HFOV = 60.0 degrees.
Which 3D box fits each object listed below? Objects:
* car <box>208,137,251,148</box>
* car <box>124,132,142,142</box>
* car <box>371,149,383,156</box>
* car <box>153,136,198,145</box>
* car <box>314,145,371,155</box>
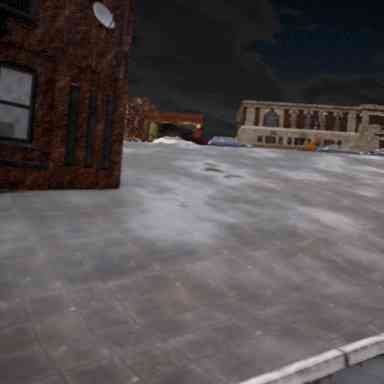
[{"bbox_3d":[3.822,-4.728,33.931,4.553,1.767,2.185,4,-1,2],"label":"car"},{"bbox_3d":[-7.317,-5.437,34.365,4.553,1.767,2.185,4,-1,2],"label":"car"},{"bbox_3d":[20.228,-3.539,33.298,4.892,1.521,2.231,4,-1,2],"label":"car"},{"bbox_3d":[-1.667,-4.911,34.142,4.674,1.452,2.002,4,-1,2],"label":"car"},{"bbox_3d":[14.725,-3.904,33.504,4.892,1.521,2.231,4,-1,2],"label":"car"}]
